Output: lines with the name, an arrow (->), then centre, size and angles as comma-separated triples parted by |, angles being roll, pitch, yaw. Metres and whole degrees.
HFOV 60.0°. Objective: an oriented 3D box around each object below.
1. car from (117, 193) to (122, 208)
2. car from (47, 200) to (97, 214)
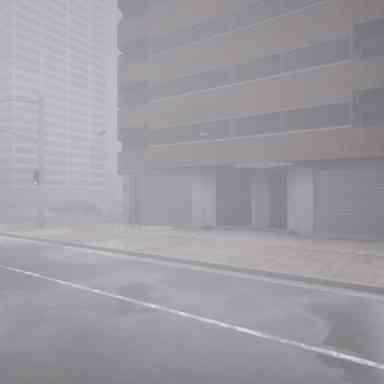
car -> -7.314, 1.352, 44.640 | 2.097, 1.767, 4.553 | 0, 0, 35
car -> -13.011, 1.547, 36.519 | 2.033, 1.411, 5.357 | 0, 0, 35
